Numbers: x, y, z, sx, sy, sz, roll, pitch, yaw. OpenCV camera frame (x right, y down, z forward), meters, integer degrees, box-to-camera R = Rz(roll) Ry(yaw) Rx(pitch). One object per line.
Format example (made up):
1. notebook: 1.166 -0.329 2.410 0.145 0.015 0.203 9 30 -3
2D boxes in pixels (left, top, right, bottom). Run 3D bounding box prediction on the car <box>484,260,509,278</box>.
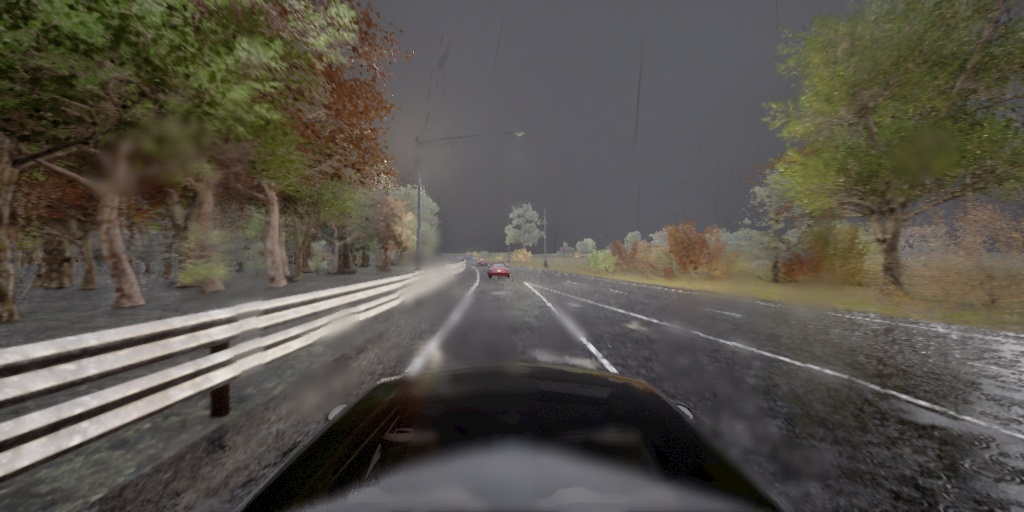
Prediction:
1. car: -1.347 1.290 34.290 1.994 1.385 4.181 0 0 -5
